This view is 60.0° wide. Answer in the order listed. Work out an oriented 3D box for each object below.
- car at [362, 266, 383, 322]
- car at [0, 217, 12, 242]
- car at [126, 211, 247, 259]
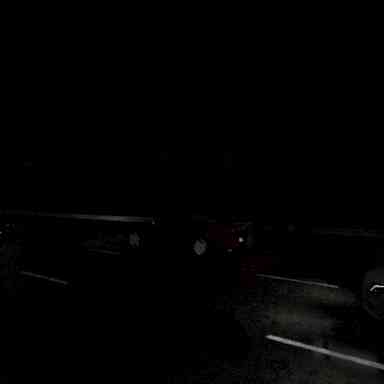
[{"bbox_3d":[5.028,1.527,4.704,4.674,1.442,1.812,0,0,35],"label":"car"},{"bbox_3d":[-9.923,1.517,14.847,4.674,1.442,1.812,0,0,33],"label":"car"},{"bbox_3d":[-0.368,1.474,12.758,5.008,1.535,1.882,0,0,34],"label":"car"}]
